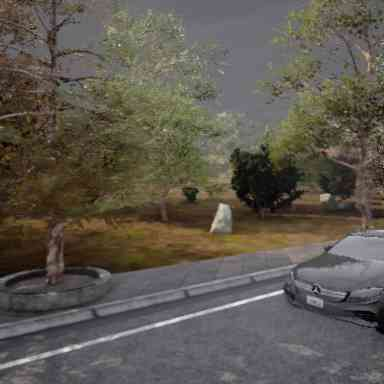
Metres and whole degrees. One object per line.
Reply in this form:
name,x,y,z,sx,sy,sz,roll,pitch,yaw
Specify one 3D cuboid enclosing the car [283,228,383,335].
car,3.883,1.513,6.749,4.674,1.442,1.812,0,0,-36
